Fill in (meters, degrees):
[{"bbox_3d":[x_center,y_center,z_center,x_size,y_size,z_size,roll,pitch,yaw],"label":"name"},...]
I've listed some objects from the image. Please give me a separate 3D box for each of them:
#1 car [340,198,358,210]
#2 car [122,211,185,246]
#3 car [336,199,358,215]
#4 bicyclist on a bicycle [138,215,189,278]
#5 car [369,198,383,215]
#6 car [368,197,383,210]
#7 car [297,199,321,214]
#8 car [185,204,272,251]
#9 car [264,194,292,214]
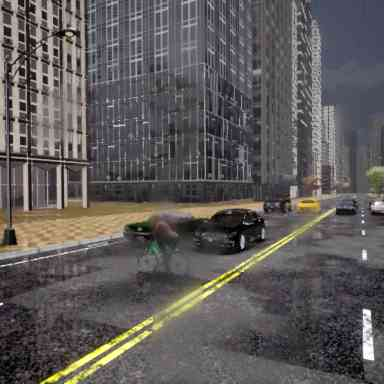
[{"bbox_3d":[20.566,1.542,43.467,1.994,1.385,4.181,0,0,28],"label":"car"},{"bbox_3d":[-1.147,1.592,15.654,1.895,1.301,4.718,0,0,27],"label":"car"},{"bbox_3d":[15.952,1.530,34.396,2.033,1.411,5.357,0,0,27],"label":"car"},{"bbox_3d":[-0.801,1.448,8.927,1.656,1.620,0.582,-1,0,27],"label":"bicyclist on a bicycle"},{"bbox_3d":[19.095,1.584,33.523,1.895,1.301,4.718,0,0,28],"label":"car"},{"bbox_3d":[23.762,1.470,42.658,2.128,1.511,4.902,0,0,28],"label":"car"},{"bbox_3d":[12.267,1.460,34.784,1.882,1.535,5.008,0,0,27],"label":"car"},{"bbox_3d":[1.788,1.497,14.246,1.837,1.490,4.892,0,0,28],"label":"car"},{"bbox_3d":[9.447,1.203,36.408,2.150,2.045,5.566,0,0,27],"label":"car"}]
